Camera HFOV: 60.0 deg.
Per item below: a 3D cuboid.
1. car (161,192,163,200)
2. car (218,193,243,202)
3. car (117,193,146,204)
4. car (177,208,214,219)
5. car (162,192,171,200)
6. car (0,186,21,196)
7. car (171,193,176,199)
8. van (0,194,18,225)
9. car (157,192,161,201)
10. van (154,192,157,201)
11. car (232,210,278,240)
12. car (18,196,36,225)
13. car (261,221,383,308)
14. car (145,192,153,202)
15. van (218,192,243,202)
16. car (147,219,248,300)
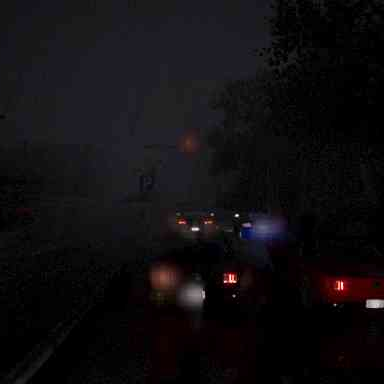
[{"bbox_3d":[-9.639,1.359,76.306,4.674,1.452,2.002,-1,0,-13],"label":"car"},{"bbox_3d":[7.668,1.141,66.919,4.553,1.767,2.185,1,0,-14],"label":"car"},{"bbox_3d":[-11.443,1.358,61.355,4.792,1.488,2.163,-1,0,-15],"label":"car"},{"bbox_3d":[0.171,1.552,17.452,1.812,1.442,4.674,0,0,1],"label":"car"},{"bbox_3d":[-8.451,1.357,85.290,4.674,1.452,2.002,-1,0,-12],"label":"car"},{"bbox_3d":[-28.164,0.136,52.224,2.002,1.452,4.674,6,-3,-19],"label":"car"},{"bbox_3d":[-8.001,1.064,88.296,5.566,2.045,2.435,-1,0,-12],"label":"car"},{"bbox_3d":[-13.602,1.296,20.571,4.442,1.987,1.878,-1,0,-19],"label":"van"},{"bbox_3d":[-10.011,1.321,73.311,4.892,1.521,2.231,-1,0,-14],"label":"car"},{"bbox_3d":[-10.239,1.093,70.340,4.442,1.987,1.878,-1,0,-14],"label":"van"},{"bbox_3d":[3.164,1.588,16.607,1.994,1.385,4.181,0,0,1],"label":"car"},{"bbox_3d":[-13.627,1.403,23.549,4.553,1.767,2.185,-1,0,-19],"label":"car"},{"bbox_3d":[3.120,1.611,7.859,1.895,1.301,4.718,0,0,0],"label":"car"},{"bbox_3d":[-10.798,1.315,64.348,5.366,1.575,1.946,-1,0,-15],"label":"car"},{"bbox_3d":[7.284,1.042,63.950,4.442,1.987,1.878,1,0,-14],"label":"van"},{"bbox_3d":[0.110,1.612,8.350,1.895,1.301,4.718,0,0,0],"label":"car"}]
